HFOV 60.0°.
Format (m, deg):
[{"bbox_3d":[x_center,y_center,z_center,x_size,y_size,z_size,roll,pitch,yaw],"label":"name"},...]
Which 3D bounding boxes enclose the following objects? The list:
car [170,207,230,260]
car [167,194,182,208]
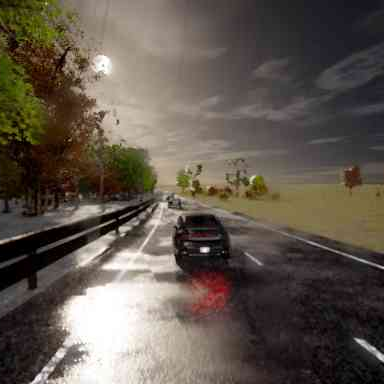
[{"bbox_3d":[0.211,1.520,12.612,1.837,1.490,4.892,0,0,-4],"label":"car"},{"bbox_3d":[-2.526,1.517,48.476,2.128,1.511,4.902,0,0,-4],"label":"car"}]
